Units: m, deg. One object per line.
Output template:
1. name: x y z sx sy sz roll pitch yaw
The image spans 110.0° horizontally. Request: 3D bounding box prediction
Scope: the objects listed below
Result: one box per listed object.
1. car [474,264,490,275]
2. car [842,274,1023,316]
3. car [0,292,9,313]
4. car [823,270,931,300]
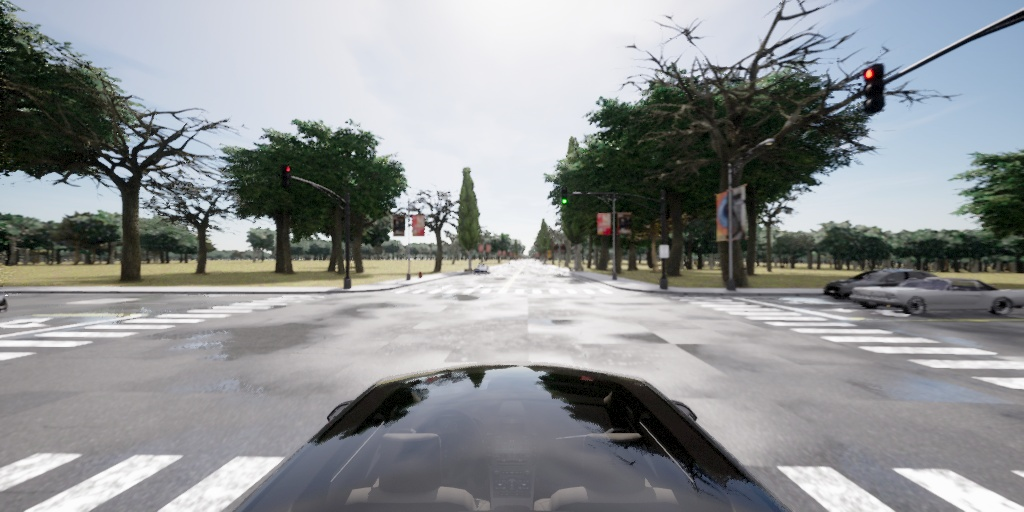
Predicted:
1. car: -4.165 1.902 50.567 2.033 1.411 5.357 0 -1 3
2. car: 15.736 1.459 13.422 4.718 1.301 1.895 0 0 2
3. car: -19.119 1.356 11.321 4.902 1.511 2.128 0 0 2
4. car: 17.329 1.386 16.623 4.892 1.490 1.837 0 0 2
